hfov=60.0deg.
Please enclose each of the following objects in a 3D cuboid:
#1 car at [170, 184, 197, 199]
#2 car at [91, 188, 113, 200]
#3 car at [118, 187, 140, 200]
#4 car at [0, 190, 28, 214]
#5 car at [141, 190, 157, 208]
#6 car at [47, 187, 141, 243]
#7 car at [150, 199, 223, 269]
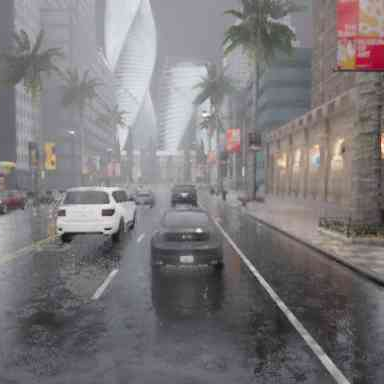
[{"bbox_3d":[-0.714,0.325,29.312,2.150,2.045,5.566,0,2,-2],"label":"car"},{"bbox_3d":[-11.951,0.245,44.462,1.994,1.385,4.181,0,2,-2],"label":"car"},{"bbox_3d":[-8.471,0.144,45.011,2.128,1.511,4.902,0,2,-2],"label":"car"},{"bbox_3d":[-14.244,0.639,24.905,2.185,1.767,4.553,0,2,-2],"label":"car"},{"bbox_3d":[-4.245,0.586,30.038,2.128,1.511,4.902,0,2,-2],"label":"car"},{"bbox_3d":[-3.733,0.804,13.909,2.150,2.045,5.566,0,2,-1],"label":"car"},{"bbox_3d":[-0.158,1.198,9.966,1.837,1.490,4.892,0,2,-1],"label":"car"}]
